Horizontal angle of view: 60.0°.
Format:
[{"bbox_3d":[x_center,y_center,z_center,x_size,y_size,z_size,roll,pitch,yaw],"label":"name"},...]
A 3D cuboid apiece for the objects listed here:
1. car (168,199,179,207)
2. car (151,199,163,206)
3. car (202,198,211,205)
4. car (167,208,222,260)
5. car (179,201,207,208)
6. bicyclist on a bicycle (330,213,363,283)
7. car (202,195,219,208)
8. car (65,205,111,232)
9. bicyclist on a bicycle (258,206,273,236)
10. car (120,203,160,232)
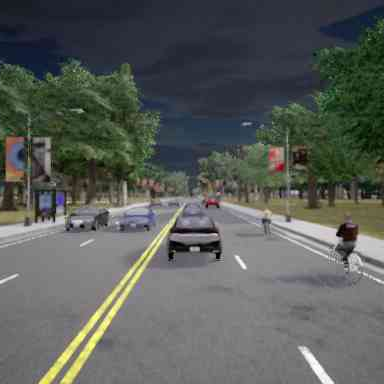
[{"bbox_3d":[-3.362,2.007,62.074,1.994,1.385,4.181,0,0,0],"label":"car"},{"bbox_3d":[-6.612,2.008,62.070,1.994,1.385,4.181,0,0,0],"label":"car"},{"bbox_3d":[3.161,2.004,73.085,1.882,1.535,5.008,0,0,0],"label":"car"},{"bbox_3d":[0.084,1.582,12.778,2.128,1.511,4.902,0,0,0],"label":"car"},{"bbox_3d":[0.063,1.782,30.798,1.994,1.385,4.181,0,0,0],"label":"car"},{"bbox_3d":[4.132,1.434,9.030,0.659,1.776,1.843,0,0,0],"label":"bicyclist on a bicycle"},{"bbox_3d":[3.282,1.608,55.139,2.150,2.045,5.566,0,-1,0],"label":"car"},{"bbox_3d":[-6.625,1.644,21.574,2.128,1.511,4.902,0,0,0],"label":"car"},{"bbox_3d":[4.139,1.567,18.501,0.866,1.612,1.509,0,0,0],"label":"bicyclist on a bicycle"},{"bbox_3d":[-3.382,1.678,21.529,1.812,1.442,4.674,0,0,0],"label":"car"}]
